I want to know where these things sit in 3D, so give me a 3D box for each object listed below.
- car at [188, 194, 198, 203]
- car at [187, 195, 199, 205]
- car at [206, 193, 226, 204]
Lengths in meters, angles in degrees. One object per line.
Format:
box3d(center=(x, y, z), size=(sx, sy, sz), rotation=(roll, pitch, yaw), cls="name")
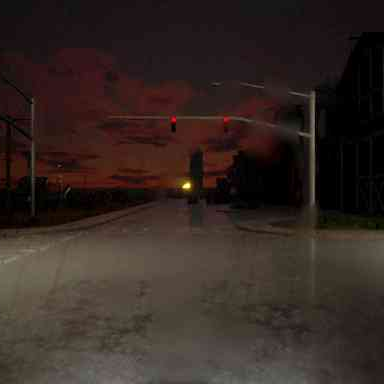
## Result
box3d(center=(0.179, 1.352, 67.303), size=(2.097, 1.767, 4.553), rotation=(0, 0, 0), cls="car")
box3d(center=(0.194, 1.496, 57.563), size=(2.033, 1.411, 5.357), rotation=(0, -1, 1), cls="car")
box3d(center=(4.321, 1.144, 59.865), size=(1.905, 1.878, 3.866), rotation=(-8, 3, -42), cls="car")
